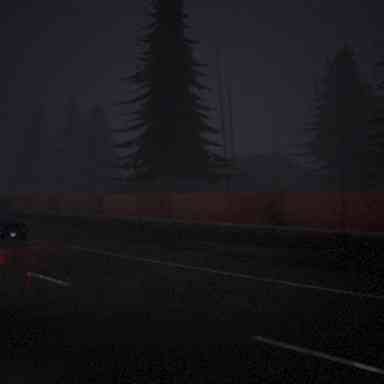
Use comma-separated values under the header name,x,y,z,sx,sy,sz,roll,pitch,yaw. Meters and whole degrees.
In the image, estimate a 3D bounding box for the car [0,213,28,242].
name,x,y,z,sx,sy,sz,roll,pitch,yaw
car,-9.858,1.765,16.723,4.674,1.442,1.812,-1,-1,43
